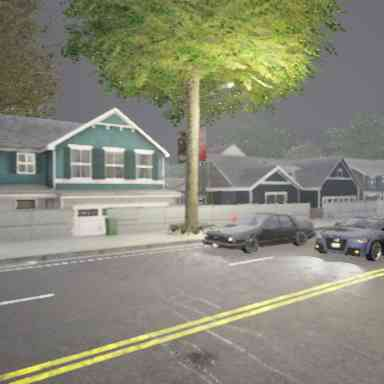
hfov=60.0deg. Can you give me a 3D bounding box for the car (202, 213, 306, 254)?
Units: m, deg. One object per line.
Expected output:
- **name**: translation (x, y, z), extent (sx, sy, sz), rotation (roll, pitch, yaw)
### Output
- **car**: translation (3.003, 1.598, 13.888), extent (5.357, 1.411, 2.033), rotation (0, 0, -36)

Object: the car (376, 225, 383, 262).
- **car**: translation (6.713, 1.554, 8.297), extent (4.674, 1.442, 1.812), rotation (0, 0, -36)

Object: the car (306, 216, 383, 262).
- **car**: translation (6.451, 1.612, 12.367), extent (4.181, 1.385, 1.994), rotation (0, 0, -36)
